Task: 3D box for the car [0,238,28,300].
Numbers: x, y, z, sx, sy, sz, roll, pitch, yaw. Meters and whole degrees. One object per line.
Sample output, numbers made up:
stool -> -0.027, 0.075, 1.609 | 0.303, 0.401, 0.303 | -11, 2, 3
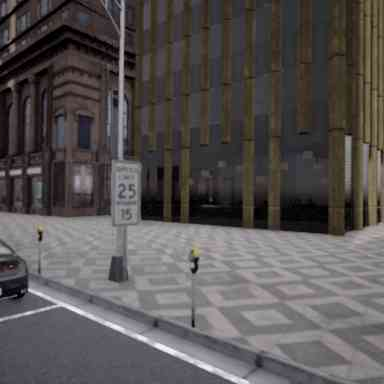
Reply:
car -> -5.268, 1.613, 7.512 | 4.403, 1.369, 2.008 | 0, -1, 41
